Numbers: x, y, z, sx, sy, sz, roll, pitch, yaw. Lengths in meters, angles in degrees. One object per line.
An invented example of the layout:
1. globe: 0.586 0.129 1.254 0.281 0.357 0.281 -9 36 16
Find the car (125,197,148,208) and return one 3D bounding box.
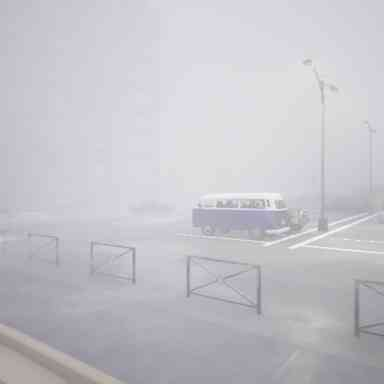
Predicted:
1. car: -7.261 1.462 46.772 2.128 1.511 4.902 0 0 36

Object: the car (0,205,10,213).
1. car: -19.392 1.517 29.922 2.033 1.411 5.357 0 0 36

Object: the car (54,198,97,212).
1. car: -13.335 1.448 38.339 1.882 1.535 5.008 0 0 36

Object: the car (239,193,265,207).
1. car: 10.781 1.470 59.549 1.837 1.490 4.892 0 0 36

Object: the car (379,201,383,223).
1. car: 14.034 1.397 20.921 3.806 1.475 1.970 0 0 36

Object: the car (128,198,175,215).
1. car: -3.792 1.563 33.288 1.895 1.301 4.718 0 0 36

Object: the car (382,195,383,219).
1. car: 17.282 1.155 25.457 4.605 1.855 1.932 0 0 36
